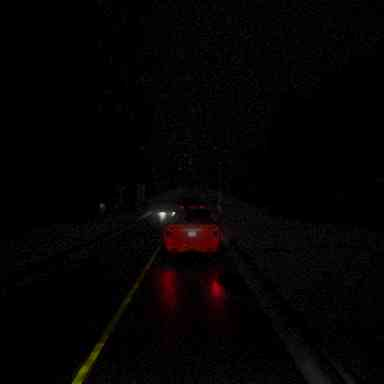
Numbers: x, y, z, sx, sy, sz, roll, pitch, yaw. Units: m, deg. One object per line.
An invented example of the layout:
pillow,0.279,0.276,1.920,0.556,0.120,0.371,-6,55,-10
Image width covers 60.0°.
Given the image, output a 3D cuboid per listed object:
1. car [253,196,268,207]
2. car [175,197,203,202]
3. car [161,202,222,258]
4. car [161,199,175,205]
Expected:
car,12.696,1.531,54.713,5.009,1.841,2.192,1,0,0
car,-0.001,1.400,27.549,2.150,2.045,5.566,0,0,0
car,0.014,1.450,13.388,2.097,1.767,4.553,0,0,0
car,-2.791,1.627,41.748,1.882,1.535,5.008,0,0,0
